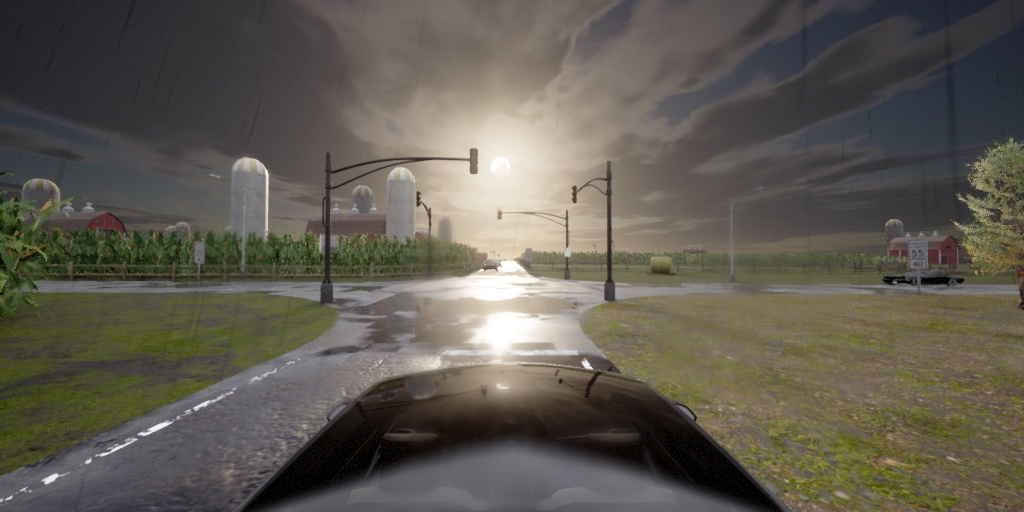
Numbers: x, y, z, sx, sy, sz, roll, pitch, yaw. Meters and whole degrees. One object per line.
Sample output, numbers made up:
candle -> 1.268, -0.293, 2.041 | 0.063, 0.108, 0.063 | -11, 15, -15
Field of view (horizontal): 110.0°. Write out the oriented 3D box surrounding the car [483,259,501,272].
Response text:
car -> -2.823, 1.394, 48.381 | 1.895, 1.301, 4.718 | 0, 0, 0

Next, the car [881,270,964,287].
car -> 31.172, 1.695, 27.303 | 4.718, 1.301, 1.895 | 1, -1, -4
